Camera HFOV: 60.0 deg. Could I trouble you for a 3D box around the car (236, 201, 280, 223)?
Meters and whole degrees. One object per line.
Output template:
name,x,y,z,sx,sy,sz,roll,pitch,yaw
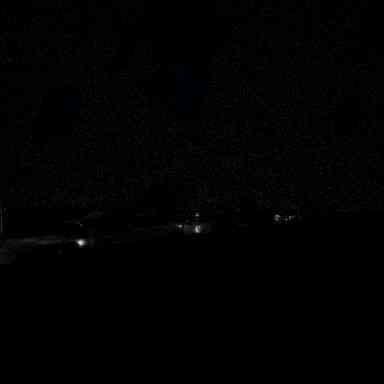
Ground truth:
car,6.326,1.885,32.677,2.150,2.045,5.566,-1,-2,35

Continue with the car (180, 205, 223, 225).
car,0.892,1.958,30.060,2.097,1.767,4.553,-1,-2,35

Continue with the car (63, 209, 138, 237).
car,-5.585,1.842,20.831,1.882,1.535,5.008,-1,-2,35

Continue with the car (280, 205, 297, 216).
car,13.778,2.613,48.243,1.837,1.490,4.892,-1,-3,35
